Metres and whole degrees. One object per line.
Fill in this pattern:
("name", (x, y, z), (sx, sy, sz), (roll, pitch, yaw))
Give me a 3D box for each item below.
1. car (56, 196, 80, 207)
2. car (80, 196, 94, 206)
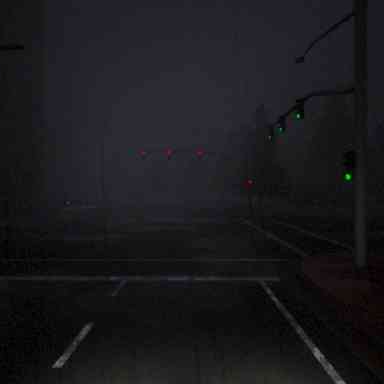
("car", (-21.706, 1.698, 57.179), (4.892, 1.490, 1.837), (0, 0, 44))
("car", (-19.500, 1.555, 59.839), (4.553, 1.767, 2.097), (0, 0, 44))
